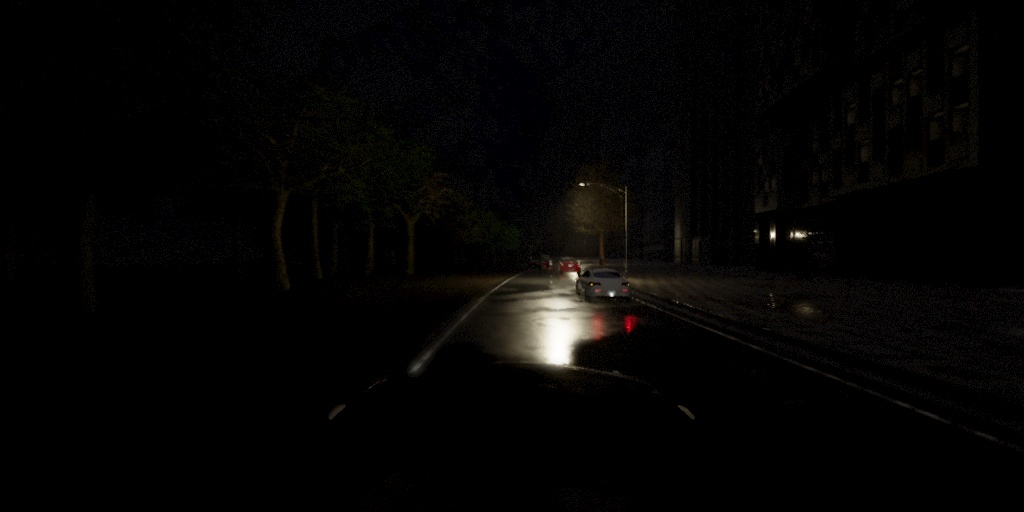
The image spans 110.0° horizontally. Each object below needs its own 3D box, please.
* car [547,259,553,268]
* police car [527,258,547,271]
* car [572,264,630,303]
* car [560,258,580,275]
[{"bbox_3d":[5.170,1.176,58.953,1.882,1.535,5.008,0,0,12],"label":"car"},{"bbox_3d":[3.243,1.132,49.279,1.930,1.638,5.238,0,0,10],"label":"police car"},{"bbox_3d":[4.065,1.264,16.418,1.812,1.442,4.674,0,0,3],"label":"car"},{"bbox_3d":[6.357,1.070,39.147,2.097,1.767,4.553,0,0,8],"label":"car"}]
